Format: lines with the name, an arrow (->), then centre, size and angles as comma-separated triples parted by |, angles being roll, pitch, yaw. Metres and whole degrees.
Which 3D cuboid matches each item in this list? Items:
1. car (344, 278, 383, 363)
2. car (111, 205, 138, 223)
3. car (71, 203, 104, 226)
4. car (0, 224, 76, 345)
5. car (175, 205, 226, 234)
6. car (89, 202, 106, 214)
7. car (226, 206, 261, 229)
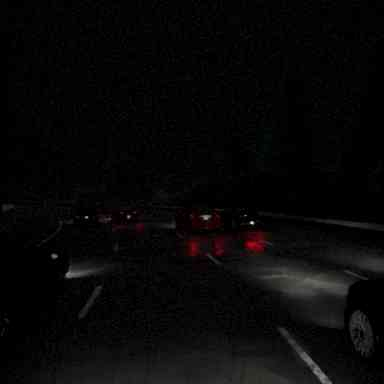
car -> 3.258, 1.523, 3.102 | 2.128, 1.511, 4.902 | 0, -1, -2
car -> -5.958, 1.860, 29.162 | 1.812, 1.442, 4.674 | 0, -1, -21
car -> -8.182, 1.843, 25.420 | 2.033, 1.411, 5.357 | 0, -1, -20
car -> -3.883, 1.623, 6.251 | 2.033, 1.411, 5.357 | 0, -1, -6
car -> 0.263, 1.592, 21.472 | 2.097, 1.767, 4.553 | 0, -1, -15
car -> -12.228, 1.959, 41.645 | 1.882, 1.535, 5.008 | 0, 0, -31
car -> 3.205, 1.769, 23.927 | 1.837, 1.490, 4.892 | 0, -1, -16
